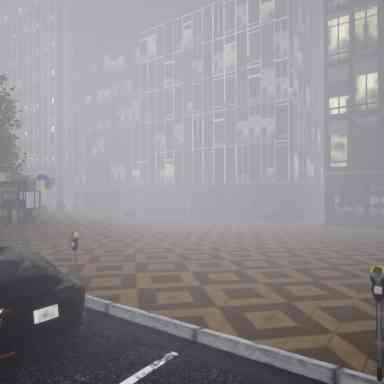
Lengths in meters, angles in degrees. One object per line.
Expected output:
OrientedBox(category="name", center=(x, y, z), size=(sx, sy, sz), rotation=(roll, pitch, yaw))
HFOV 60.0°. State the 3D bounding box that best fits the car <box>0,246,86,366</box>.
OrientedBox(category="car", center=(-3.523, 1.566, 5.383), size=(4.313, 1.339, 1.947), rotation=(0, 0, 35))
